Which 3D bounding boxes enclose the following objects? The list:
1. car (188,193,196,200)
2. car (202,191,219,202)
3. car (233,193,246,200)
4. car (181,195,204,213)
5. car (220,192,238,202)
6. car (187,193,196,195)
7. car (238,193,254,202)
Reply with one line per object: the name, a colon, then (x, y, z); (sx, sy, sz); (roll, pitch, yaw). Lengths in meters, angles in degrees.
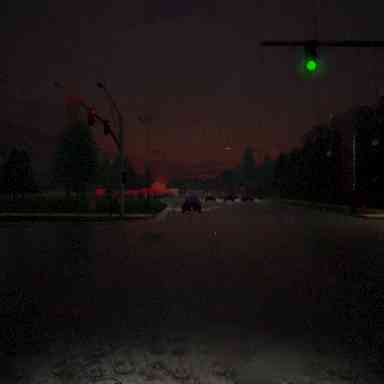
car: (-0.045, 0.921, 73.400); (1.812, 1.442, 4.674); (0, 0, 0)
car: (3.462, 1.042, 62.986); (2.128, 1.511, 4.902); (0, 0, 0)
car: (10.455, 0.936, 73.407); (2.033, 1.411, 5.357); (0, 0, 0)
car: (-0.018, 1.288, 33.190); (1.812, 1.442, 4.674); (0, 0, 0)
car: (6.962, 1.055, 62.988); (1.837, 1.490, 4.892); (0, 0, 0)
car: (-0.038, 1.148, 63.431); (1.895, 1.301, 4.718); (0, 0, 0)
car: (10.462, 1.111, 63.408); (1.994, 1.385, 4.181); (0, 0, 0)
